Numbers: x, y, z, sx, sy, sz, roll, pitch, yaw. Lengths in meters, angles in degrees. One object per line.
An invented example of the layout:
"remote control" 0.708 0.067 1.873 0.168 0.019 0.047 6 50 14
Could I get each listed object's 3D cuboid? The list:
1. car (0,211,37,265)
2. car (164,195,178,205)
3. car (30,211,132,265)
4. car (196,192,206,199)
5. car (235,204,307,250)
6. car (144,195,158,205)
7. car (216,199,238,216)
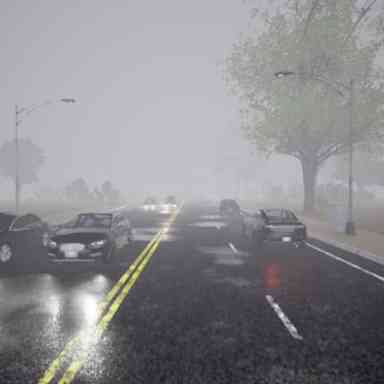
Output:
"car" -6.599 1.470 11.638 1.837 1.490 4.892 0 0 0
"car" -3.400 1.318 53.949 1.837 1.490 4.892 0 0 0
"car" -3.350 1.457 11.674 2.128 1.511 4.902 0 0 0
"car" 2.788 1.145 91.471 1.837 1.490 4.892 0 0 -1
"car" 3.352 1.449 14.189 2.128 1.511 4.902 0 0 0
"car" -6.650 1.304 54.051 2.128 1.511 4.902 0 0 0
"car" 3.343 1.377 31.509 1.882 1.535 5.008 0 0 0
